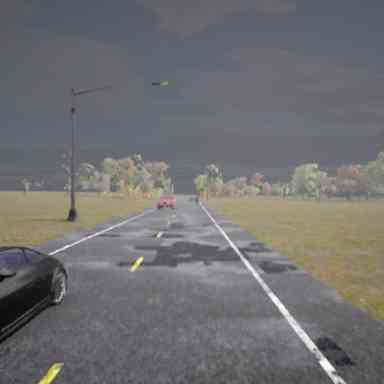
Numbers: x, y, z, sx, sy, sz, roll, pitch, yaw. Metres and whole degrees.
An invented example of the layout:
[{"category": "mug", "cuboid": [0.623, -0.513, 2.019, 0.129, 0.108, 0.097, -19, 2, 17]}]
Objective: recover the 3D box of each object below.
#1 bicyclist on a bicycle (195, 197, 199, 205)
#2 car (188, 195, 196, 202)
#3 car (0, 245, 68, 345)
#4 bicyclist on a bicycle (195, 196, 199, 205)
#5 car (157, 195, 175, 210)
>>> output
[{"category": "bicyclist on a bicycle", "cuboid": [0.997, 1.659, 57.850, 0.582, 1.620, 1.656, 0, -1, 0]}, {"category": "car", "cuboid": [0.050, 1.722, 85.422, 2.128, 1.511, 4.902, 0, 0, 0]}, {"category": "car", "cuboid": [-3.597, 1.584, 5.308, 1.994, 1.385, 4.181, 0, 0, 0]}, {"category": "bicyclist on a bicycle", "cuboid": [1.001, 1.606, 66.668, 0.659, 1.776, 1.843, 0, -1, 0]}, {"category": "car", "cuboid": [-3.558, 1.388, 46.278, 2.150, 2.045, 5.566, 0, 0, 0]}]
